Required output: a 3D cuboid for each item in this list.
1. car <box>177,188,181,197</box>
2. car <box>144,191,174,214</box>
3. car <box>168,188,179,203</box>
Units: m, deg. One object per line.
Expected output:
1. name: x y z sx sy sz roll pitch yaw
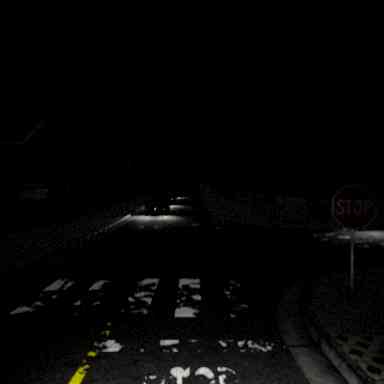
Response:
1. car: -2.826 0.074 53.878 1.812 1.442 4.674 0 2 0
2. car: -2.845 0.985 28.133 1.837 1.490 4.892 0 2 0
3. car: -2.846 0.648 38.188 1.812 1.442 4.674 0 2 0
